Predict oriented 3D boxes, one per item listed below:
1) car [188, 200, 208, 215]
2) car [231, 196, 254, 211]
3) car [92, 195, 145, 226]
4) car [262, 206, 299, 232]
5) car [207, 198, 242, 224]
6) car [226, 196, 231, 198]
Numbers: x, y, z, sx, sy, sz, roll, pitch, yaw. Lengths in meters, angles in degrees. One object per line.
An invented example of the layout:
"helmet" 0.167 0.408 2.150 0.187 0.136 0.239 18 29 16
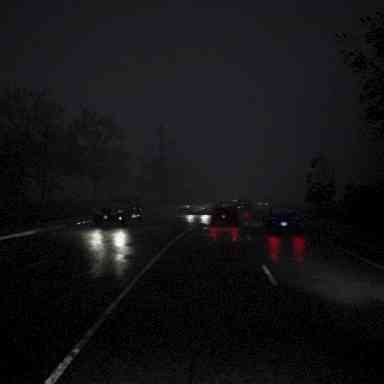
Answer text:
"car" 0.956 1.541 35.020 1.812 1.442 4.674 0 0 14
"car" 6.683 1.530 41.775 2.128 1.511 4.902 0 0 17
"car" -4.990 1.216 23.624 2.150 2.045 5.566 0 0 9
"car" 5.317 1.550 20.275 1.812 1.442 4.674 0 0 8
"car" 2.573 1.496 24.992 1.882 1.535 5.008 0 0 10
"car" 7.366 1.536 63.533 2.128 1.511 4.902 0 0 25
